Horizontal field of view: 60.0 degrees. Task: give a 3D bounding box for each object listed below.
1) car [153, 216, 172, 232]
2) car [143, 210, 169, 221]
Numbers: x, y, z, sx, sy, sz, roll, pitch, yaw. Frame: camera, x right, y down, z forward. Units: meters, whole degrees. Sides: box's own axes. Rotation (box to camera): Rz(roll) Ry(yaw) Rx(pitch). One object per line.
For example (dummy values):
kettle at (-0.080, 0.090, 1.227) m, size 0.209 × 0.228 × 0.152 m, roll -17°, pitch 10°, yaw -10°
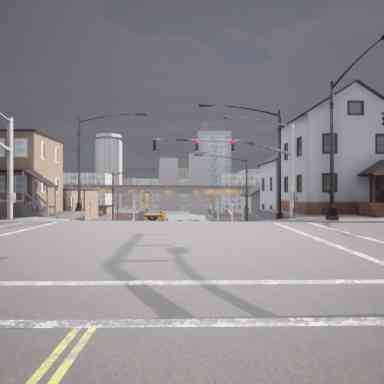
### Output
car at (-3.780, 4.235, 43.725) m, size 2.128 × 1.511 × 4.902 m, roll 0°, pitch -13°, yaw -1°
car at (-3.673, 2.536, 33.502) m, size 1.882 × 1.535 × 5.008 m, roll 0°, pitch -9°, yaw 1°
